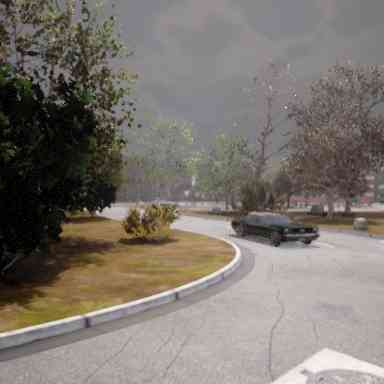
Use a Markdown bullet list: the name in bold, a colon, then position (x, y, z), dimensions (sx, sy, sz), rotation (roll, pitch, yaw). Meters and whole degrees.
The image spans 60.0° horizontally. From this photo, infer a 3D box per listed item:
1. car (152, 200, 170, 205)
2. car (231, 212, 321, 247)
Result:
- **car**: position (-3.285, 1.584, 34.996), dimensions (2.128, 1.511, 4.902), rotation (1, 0, -17)
- **car**: position (3.714, 1.641, 15.551), dimensions (1.895, 1.301, 4.718), rotation (1, 0, -21)
